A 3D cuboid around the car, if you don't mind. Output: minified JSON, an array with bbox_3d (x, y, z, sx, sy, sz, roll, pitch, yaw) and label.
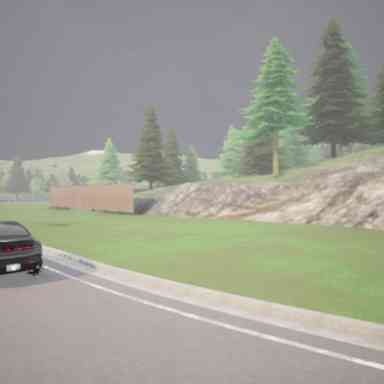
[{"bbox_3d":[-5.981,1.571,9.683,1.837,1.490,4.892,0,0,-45],"label":"car"}]
